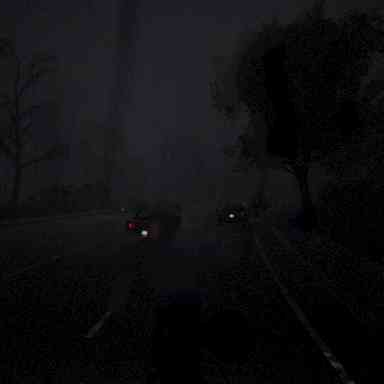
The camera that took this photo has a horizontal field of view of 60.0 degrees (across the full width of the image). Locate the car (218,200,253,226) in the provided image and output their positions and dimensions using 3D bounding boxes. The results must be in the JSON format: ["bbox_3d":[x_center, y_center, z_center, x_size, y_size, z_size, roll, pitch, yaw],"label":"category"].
[{"bbox_3d":[2.989,1.511,23.282,1.994,1.385,4.181,0,0,13],"label":"car"}]

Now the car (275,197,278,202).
[{"bbox_3d":[16.191,1.407,69.038,1.994,1.385,4.181,1,0,36],"label":"car"}]

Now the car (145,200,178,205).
[{"bbox_3d":[-2.369,1.467,31.339,1.994,1.385,4.181,0,0,17],"label":"car"}]

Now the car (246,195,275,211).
[{"bbox_3d":[8.343,1.270,40.325,2.097,1.767,4.553,0,0,21],"label":"car"}]

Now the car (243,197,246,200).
[{"bbox_3d":[12.522,1.355,69.932,2.033,1.411,5.357,0,0,34],"label":"car"}]

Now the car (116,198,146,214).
[{"bbox_3d":[-5.619,1.379,32.668,2.128,1.511,4.902,0,0,17],"label":"car"}]

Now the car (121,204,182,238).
[{"bbox_3d":[-1.797,1.549,17.300,1.895,1.301,4.718,0,0,9],"label":"car"}]
